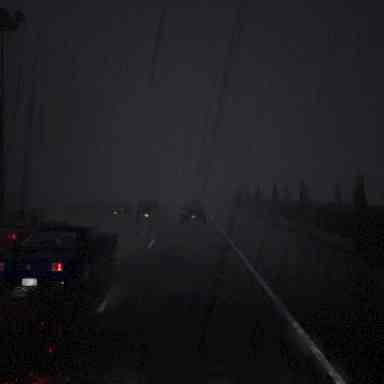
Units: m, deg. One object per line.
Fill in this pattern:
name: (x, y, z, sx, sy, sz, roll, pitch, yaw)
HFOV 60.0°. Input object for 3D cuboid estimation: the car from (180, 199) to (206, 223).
car: (0.097, 1.519, 25.178, 1.812, 1.442, 4.674, 0, 0, 0)

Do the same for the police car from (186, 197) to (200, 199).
police car: (0.114, 1.414, 43.013, 1.930, 1.638, 5.238, 0, 0, 0)

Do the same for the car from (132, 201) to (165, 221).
car: (-3.403, 1.498, 27.365, 1.837, 1.490, 4.892, 0, 0, 0)

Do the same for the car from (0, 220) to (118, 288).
car: (-3.401, 1.599, 9.207, 1.895, 1.301, 4.718, 0, 0, 0)

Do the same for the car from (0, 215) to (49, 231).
car: (-6.901, 1.597, 13.972, 1.895, 1.301, 4.718, 0, 0, 0)

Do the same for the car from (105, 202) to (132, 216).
car: (-6.902, 1.593, 32.202, 1.895, 1.301, 4.718, 0, 0, 0)
